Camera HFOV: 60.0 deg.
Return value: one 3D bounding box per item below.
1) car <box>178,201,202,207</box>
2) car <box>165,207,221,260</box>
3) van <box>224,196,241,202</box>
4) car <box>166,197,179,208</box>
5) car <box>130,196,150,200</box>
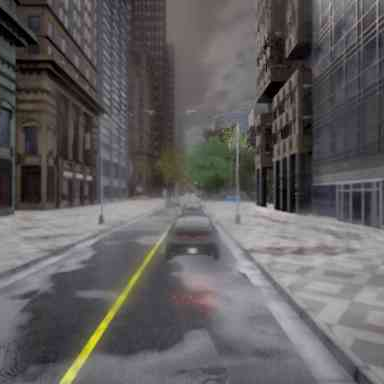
[{"bbox_3d":[0.044,1.616,27.666,1.837,1.490,4.892,0,0,1],"label":"car"},{"bbox_3d":[0.044,1.554,12.660,1.837,1.490,4.892,0,0,1],"label":"car"},{"bbox_3d":[11.891,2.018,94.247,3.998,1.788,1.690,1,-2,0],"label":"van"},{"bbox_3d":[-3.067,1.583,53.730,2.097,1.767,4.553,0,0,0],"label":"car"},{"bbox_3d":[-15.029,1.759,94.349,4.829,1.417,1.752,1,-2,0],"label":"car"}]
